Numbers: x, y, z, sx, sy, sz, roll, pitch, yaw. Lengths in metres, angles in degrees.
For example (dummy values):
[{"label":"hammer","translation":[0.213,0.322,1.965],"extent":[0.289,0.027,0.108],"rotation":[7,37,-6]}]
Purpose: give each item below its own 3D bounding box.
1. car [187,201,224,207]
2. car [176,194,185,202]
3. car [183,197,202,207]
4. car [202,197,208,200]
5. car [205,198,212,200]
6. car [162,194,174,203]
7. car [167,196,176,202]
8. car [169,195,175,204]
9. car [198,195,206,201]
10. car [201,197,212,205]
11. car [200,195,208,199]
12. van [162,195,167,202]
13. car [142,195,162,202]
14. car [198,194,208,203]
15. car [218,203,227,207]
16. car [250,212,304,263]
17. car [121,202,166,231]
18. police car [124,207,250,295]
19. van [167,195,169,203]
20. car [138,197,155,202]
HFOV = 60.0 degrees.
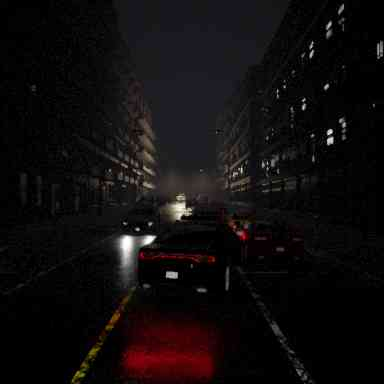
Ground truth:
[{"label":"car","translation":[0.837,1.495,18.653],"extent":[1.882,1.535,5.008],"rotation":[0,0,0]},{"label":"car","translation":[-2.693,1.428,82.373],"extent":[2.150,2.045,5.566],"rotation":[0,0,0]},{"label":"car","translation":[0.047,1.674,45.859],"extent":[1.895,1.301,4.718],"rotation":[0,0,0]},{"label":"car","translation":[2.611,1.608,39.638],"extent":[2.008,1.369,4.403],"rotation":[1,0,0]},{"label":"car","translation":[2.607,1.591,34.106],"extent":[1.887,1.381,4.507],"rotation":[1,0,0]},{"label":"car","translation":[-5.241,1.481,72.888],"extent":[2.192,1.841,5.009],"rotation":[1,0,0]},{"label":"car","translation":[-5.240,1.780,83.950],"extent":[1.947,1.339,4.313],"rotation":[1,0,0]},{"label":"car","translation":[-5.245,1.460,67.358],"extent":[2.192,1.841,5.009],"rotation":[1,0,0]},{"label":"car","translation":[2.612,1.681,89.417],"extent":[1.967,1.590,4.097],"rotation":[1,0,0]},{"label":"car","translation":[2.626,1.668,61.760],"extent":[1.887,1.381,4.507],"rotation":[1,0,0]},{"label":"car","translation":[2.622,1.649,56.230],"extent":[1.887,1.381,4.507],"rotation":[1,0,0]},{"label":"van","translation":[-5.256,1.427,50.765],"extent":[1.690,1.788,3.998],"rotation":[2,0,0]},{"label":"car","translation":[-5.263,1.373,39.707],"extent":[2.192,1.841,5.009],"rotation":[2,0,0]},{"label":"car","translation":[2.608,1.504,78.354],"extent":[2.192,1.841,5.009],"rotation":[1,0,0]},{"label":"car","translation":[2.597,1.541,17.686],"extent":[1.752,1.417,4.829],"rotation":[1,0,0]},{"label":"car","translation":[2.592,1.554,11.984],"extent":[1.887,1.381,4.507],"rotation":[1,0,0]},{"label":"car","translation":[-2.835,1.566,20.017],"extent":[2.033,1.411,5.357],"rotation":[0,0,0]},{"label":"police car","translation":[0.281,1.431,9.035],"extent":[1.930,1.638,5.238],"rotation":[0,0,15]},{"label":"van","translation":[-5.253,1.446,56.297],"extent":[1.690,1.788,3.998],"rotation":[1,0,0]},{"label":"car","translation":[-5.272,1.571,34.005],"extent":[1.752,1.417,4.829],"rotation":[2,0,0]}]
